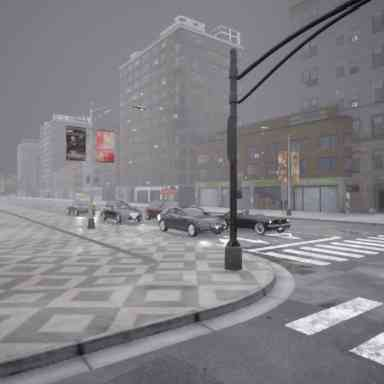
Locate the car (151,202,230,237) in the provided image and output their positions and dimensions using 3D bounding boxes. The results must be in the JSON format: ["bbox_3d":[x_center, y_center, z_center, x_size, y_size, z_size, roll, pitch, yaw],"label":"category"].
[{"bbox_3d":[-0.163,1.559,18.741,1.837,1.490,4.892,0,0,-36],"label":"car"}]

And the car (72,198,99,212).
[{"bbox_3d":[-13.874,1.622,43.181,1.882,1.535,5.008,0,0,-35],"label":"car"}]

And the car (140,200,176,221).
[{"bbox_3d":[-1.947,1.435,26.726,2.097,1.767,4.553,0,0,-36],"label":"car"}]

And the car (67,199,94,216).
[{"bbox_3d":[-11.512,1.627,34.357,1.837,1.490,4.892,0,0,-36],"label":"car"}]

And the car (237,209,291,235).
[{"bbox_3d":[3.381,1.648,19.403,1.895,1.301,4.718,0,0,-36],"label":"car"}]

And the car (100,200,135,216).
[{"bbox_3d":[-7.865,1.623,34.865,1.837,1.490,4.892,0,0,-36],"label":"car"}]

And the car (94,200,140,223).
[{"bbox_3d":[-5.662,1.582,26.300,2.128,1.511,4.902,0,0,-36],"label":"car"}]
